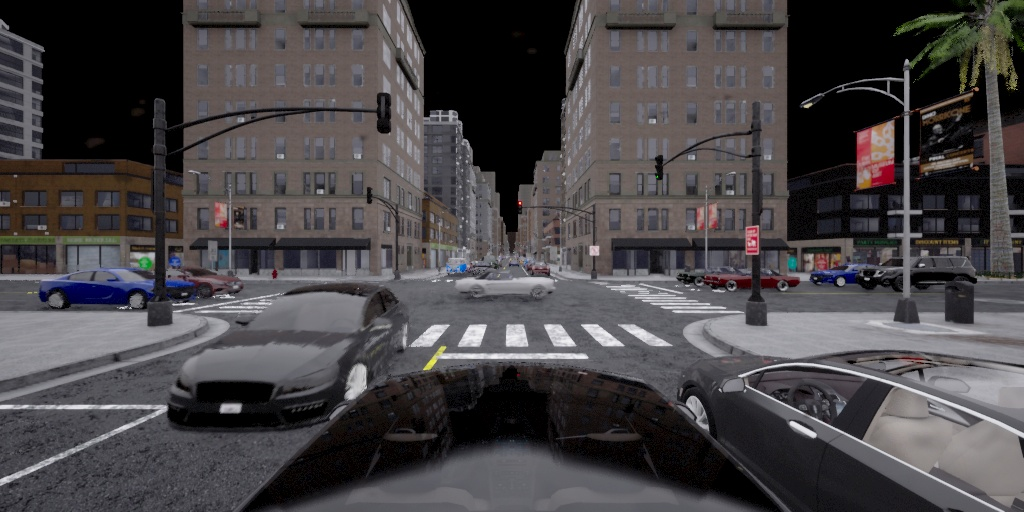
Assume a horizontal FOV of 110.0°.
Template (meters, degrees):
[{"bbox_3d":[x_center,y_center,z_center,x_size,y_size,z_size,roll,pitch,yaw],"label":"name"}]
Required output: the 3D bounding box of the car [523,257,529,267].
[{"bbox_3d":[2.880,1.193,48.273,1.967,1.591,4.097,0,0,0],"label":"car"}]

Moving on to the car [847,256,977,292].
[{"bbox_3d":[23.610,1.007,21.061,5.566,2.045,2.150,0,0,0],"label":"car"}]

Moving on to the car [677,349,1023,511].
[{"bbox_3d":[2.668,1.300,2.286,2.007,1.370,4.403,0,0,0],"label":"car"}]

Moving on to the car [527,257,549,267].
[{"bbox_3d":[2.825,1.192,36.935,1.967,1.591,4.097,0,0,0],"label":"car"}]

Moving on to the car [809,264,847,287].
[{"bbox_3d":[23.058,1.258,24.308,5.008,1.535,1.882,0,0,0],"label":"car"}]

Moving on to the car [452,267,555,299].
[{"bbox_3d":[-0.280,1.352,17.496,4.718,1.301,1.895,0,0,0],"label":"car"}]

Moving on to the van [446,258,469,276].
[{"bbox_3d":[-5.701,1.093,36.974,1.690,1.789,3.998,0,0,0],"label":"van"}]

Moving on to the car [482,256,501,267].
[{"bbox_3d":[-2.896,0.975,45.920,2.150,2.045,5.566,0,0,0],"label":"car"}]

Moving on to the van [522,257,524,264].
[{"bbox_3d":[2.934,1.094,59.612,1.690,1.789,3.998,0,0,0],"label":"van"}]

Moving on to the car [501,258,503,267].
[{"bbox_3d":[-2.847,1.354,55.711,1.895,1.301,4.718,0,0,0],"label":"car"}]

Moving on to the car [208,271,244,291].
[{"bbox_3d":[-15.754,1.252,17.415,4.674,1.442,1.812,0,0,0],"label":"car"}]

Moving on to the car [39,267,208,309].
[{"bbox_3d":[-15.312,1.209,14.098,5.008,1.535,1.882,0,0,2],"label":"car"}]

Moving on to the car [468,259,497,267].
[{"bbox_3d":[-2.945,1.316,36.612,1.994,1.385,4.181,0,0,0],"label":"car"}]

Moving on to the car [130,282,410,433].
[{"bbox_3d":[-2.970,1.255,5.966,1.837,1.490,4.892,2,0,-5],"label":"car"}]

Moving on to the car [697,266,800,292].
[{"bbox_3d":[13.857,1.370,21.014,4.718,1.301,1.895,0,0,0],"label":"car"}]

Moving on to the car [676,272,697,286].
[{"bbox_3d":[13.739,1.365,24.263,4.718,1.301,1.895,0,0,0],"label":"car"}]
